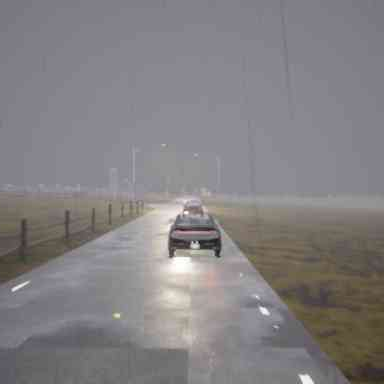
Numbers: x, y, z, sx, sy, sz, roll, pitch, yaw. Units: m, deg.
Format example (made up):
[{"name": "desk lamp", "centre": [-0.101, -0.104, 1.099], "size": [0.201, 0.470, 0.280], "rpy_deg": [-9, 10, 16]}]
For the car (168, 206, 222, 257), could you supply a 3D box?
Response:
[{"name": "car", "centre": [0.095, 1.512, 13.045], "size": [2.128, 1.511, 4.902], "rpy_deg": [0, 0, 0]}]

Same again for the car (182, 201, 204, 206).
[{"name": "car", "centre": [0.087, 1.520, 30.161], "size": [1.812, 1.442, 4.674], "rpy_deg": [0, 0, 0]}]
